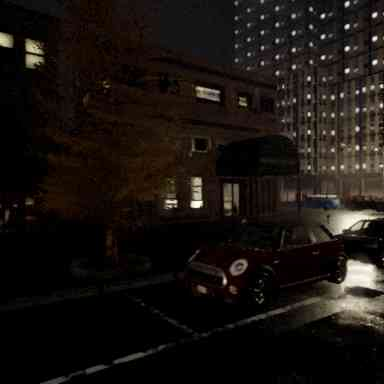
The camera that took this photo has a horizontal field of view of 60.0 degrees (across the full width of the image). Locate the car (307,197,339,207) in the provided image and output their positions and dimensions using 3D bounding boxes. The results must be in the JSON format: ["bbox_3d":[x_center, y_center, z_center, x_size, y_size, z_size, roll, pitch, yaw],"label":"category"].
[{"bbox_3d":[19.702,1.486,50.014,1.802,1.307,4.206,0,0,-35],"label":"car"}]

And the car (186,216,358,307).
[{"bbox_3d":[1.829,1.436,7.872,4.097,1.590,1.967,0,0,-36],"label":"car"}]

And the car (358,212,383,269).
[{"bbox_3d":[6.289,1.558,11.129,4.313,1.339,1.947,0,0,-36],"label":"car"}]

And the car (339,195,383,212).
[{"bbox_3d":[19.177,1.286,36.129,2.192,1.841,5.009,0,0,-35],"label":"car"}]

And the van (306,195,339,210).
[{"bbox_3d":[16.004,1.304,40.671,1.690,1.788,3.998,0,0,-35],"label":"van"}]
